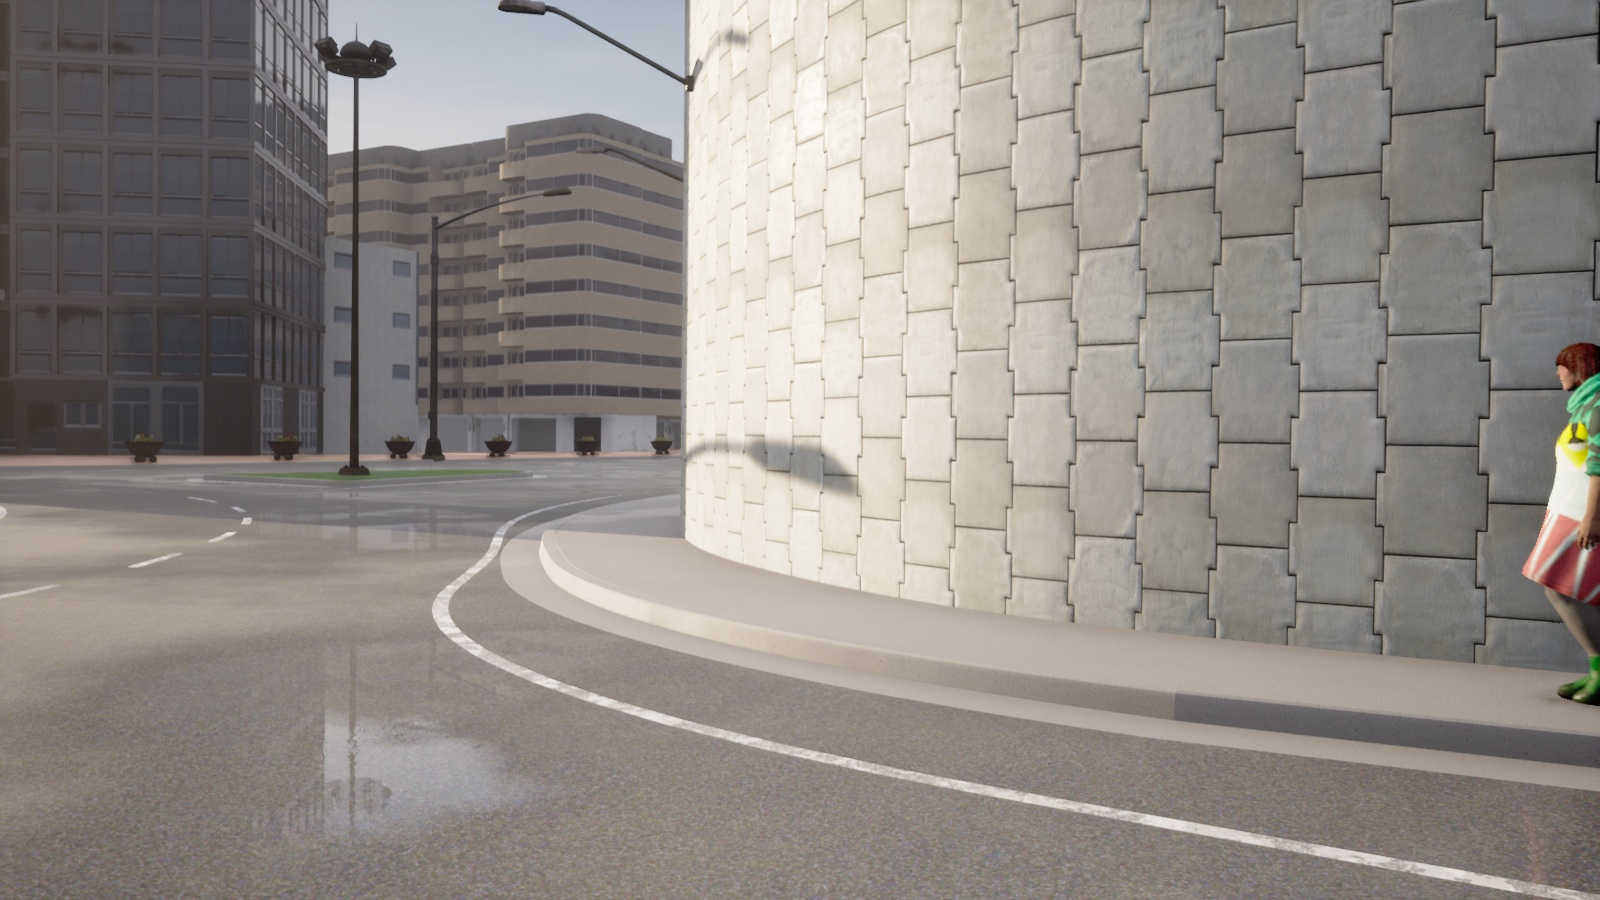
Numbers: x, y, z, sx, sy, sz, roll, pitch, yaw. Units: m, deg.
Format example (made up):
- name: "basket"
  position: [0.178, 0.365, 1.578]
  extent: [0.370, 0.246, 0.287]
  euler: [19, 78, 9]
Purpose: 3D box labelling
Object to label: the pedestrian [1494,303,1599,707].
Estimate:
- name: "pedestrian"
  position: [4.034, 0.263, 6.344]
  extent: [0.873, 1.952, 0.659]
  euler: [0, 1, 34]
